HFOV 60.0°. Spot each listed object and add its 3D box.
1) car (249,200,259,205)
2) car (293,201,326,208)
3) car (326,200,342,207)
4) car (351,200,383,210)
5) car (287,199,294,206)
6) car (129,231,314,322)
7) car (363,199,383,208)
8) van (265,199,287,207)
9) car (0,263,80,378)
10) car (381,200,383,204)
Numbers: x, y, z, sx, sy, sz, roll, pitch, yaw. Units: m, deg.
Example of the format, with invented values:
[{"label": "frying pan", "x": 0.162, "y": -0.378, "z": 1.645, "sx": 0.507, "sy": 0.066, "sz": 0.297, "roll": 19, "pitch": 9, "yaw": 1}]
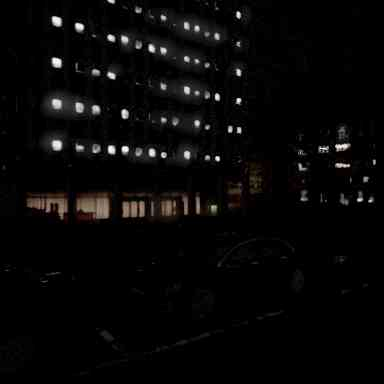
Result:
[{"label": "car", "x": 15.388, "y": 2.684, "z": 86.022, "sx": 1.802, "sy": 1.307, "sz": 4.206, "roll": -1, "pitch": 0, "yaw": -36}, {"label": "car", "x": 22.015, "y": 2.338, "z": 62.441, "sx": 1.887, "sy": 1.381, "sz": 4.507, "roll": -1, "pitch": 0, "yaw": -36}, {"label": "car", "x": 28.519, "y": 2.358, "z": 68.027, "sx": 1.802, "sy": 1.307, "sz": 4.206, "roll": -1, "pitch": 0, "yaw": -36}, {"label": "car", "x": 28.096, "y": 2.192, "z": 53.967, "sx": 2.008, "sy": 1.369, "sz": 4.403, "roll": -1, "pitch": 0, "yaw": -36}, {"label": "car", "x": 21.922, "y": 2.379, "z": 77.004, "sx": 1.967, "sy": 1.590, "sz": 4.097, "roll": -1, "pitch": 0, "yaw": -36}, {"label": "car", "x": 0.808, "y": 1.568, "z": 7.143, "sx": 4.403, "sy": 1.369, "sz": 2.008, "roll": 0, "pitch": -1, "yaw": -35}, {"label": "car", "x": 33.779, "y": 2.086, "z": 60.846, "sx": 1.967, "sy": 1.590, "sz": 4.097, "roll": -1, "pitch": 0, "yaw": -36}, {"label": "van", "x": 17.094, "y": 2.258, "z": 69.326, "sx": 1.690, "sy": 1.788, "sz": 3.998, "roll": -1, "pitch": 0, "yaw": -36}, {"label": "car", "x": -3.692, "y": 1.542, "z": 3.934, "sx": 4.507, "sy": 1.381, "sz": 1.887, "roll": 0, "pitch": -1, "yaw": -35}, {"label": "car", "x": 31.363, "y": 2.111, "z": 49.457, "sx": 2.008, "sy": 1.369, "sz": 4.403, "roll": -1, "pitch": 0, "yaw": -36}]
